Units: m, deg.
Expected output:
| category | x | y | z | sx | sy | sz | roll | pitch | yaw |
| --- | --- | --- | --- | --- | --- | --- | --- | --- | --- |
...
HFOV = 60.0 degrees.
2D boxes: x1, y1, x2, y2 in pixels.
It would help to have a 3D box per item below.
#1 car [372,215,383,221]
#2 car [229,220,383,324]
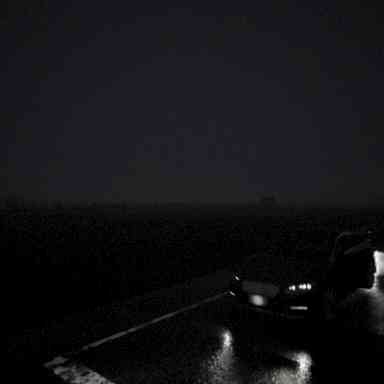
| category | x | y | z | sx | sy | sz | roll | pitch | yaw |
| --- | --- | --- | --- | --- | --- | --- | --- | --- | --- |
| car | 9.274 | 1.716 | 15.106 | 1.994 | 1.385 | 4.181 | -2 | -1 | 40 |
| car | 2.725 | 1.599 | 7.556 | 2.128 | 1.511 | 4.902 | -2 | -1 | 41 |
